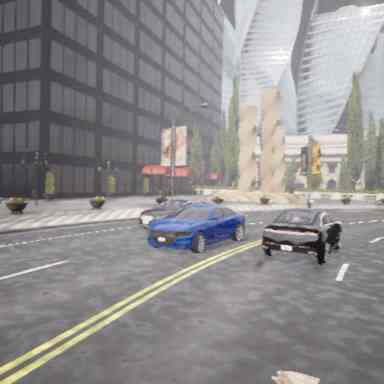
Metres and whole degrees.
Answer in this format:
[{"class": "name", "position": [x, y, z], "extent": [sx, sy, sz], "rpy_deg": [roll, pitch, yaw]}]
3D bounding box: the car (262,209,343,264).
[{"class": "car", "position": [3.953, 1.353, 11.451], "extent": [2.128, 1.511, 4.902], "rpy_deg": [2, 1, 32]}]

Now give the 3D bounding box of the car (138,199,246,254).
[{"class": "car", "position": [0.379, 1.231, 12.711], "extent": [1.882, 1.535, 5.008], "rpy_deg": [2, 1, 33]}]
